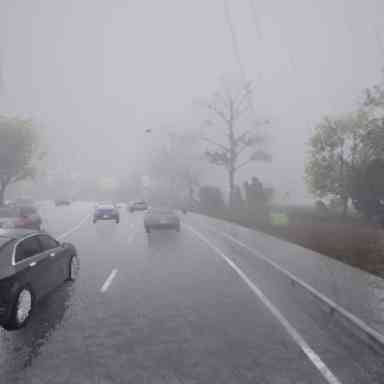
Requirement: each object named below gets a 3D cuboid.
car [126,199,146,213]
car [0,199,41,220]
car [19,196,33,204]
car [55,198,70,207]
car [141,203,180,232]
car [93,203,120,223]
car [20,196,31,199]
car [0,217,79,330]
[{"bbox_3d":[-6.185,1.515,37.204,2.128,1.511,4.902,0,0,-18],"label":"car"},{"bbox_3d":[-8.364,1.377,14.993,2.097,1.767,4.553,0,0,-8],"label":"car"},{"bbox_3d":[-33.096,1.561,66.237,1.812,1.442,4.674,0,0,-37],"label":"car"},{"bbox_3d":[-20.673,1.645,53.072,1.895,1.301,4.718,0,0,-27],"label":"car"},{"bbox_3d":[-1.888,1.573,20.191,1.994,1.385,4.181,0,0,-9],"label":"car"},{"bbox_3d":[-6.543,1.546,25.610,1.812,1.442,4.674,0,0,-13],"label":"car"},{"bbox_3d":[-14.964,1.388,29.376,2.097,1.767,4.553,0,0,-16],"label":"car"},{"bbox_3d":[-3.782,1.518,6.851,1.837,1.490,4.892,0,0,-4],"label":"car"}]
